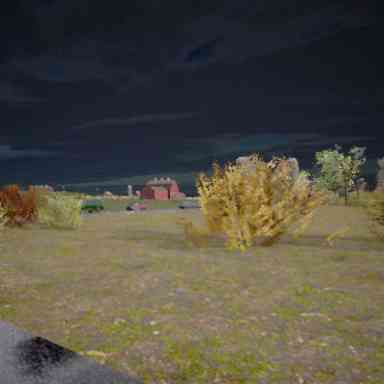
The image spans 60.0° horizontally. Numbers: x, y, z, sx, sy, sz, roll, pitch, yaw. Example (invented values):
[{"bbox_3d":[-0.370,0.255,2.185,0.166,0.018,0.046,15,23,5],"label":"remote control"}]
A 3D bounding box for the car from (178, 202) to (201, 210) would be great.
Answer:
[{"bbox_3d":[-0.379,2.423,59.831,2.033,1.411,5.357,-2,-2,37],"label":"car"}]

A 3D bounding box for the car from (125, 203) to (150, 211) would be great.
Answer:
[{"bbox_3d":[-8.854,2.434,54.248,1.994,1.385,4.181,-2,-2,36],"label":"car"}]

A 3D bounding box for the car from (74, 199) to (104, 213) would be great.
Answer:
[{"bbox_3d":[-14.780,1.981,46.035,2.150,2.045,5.566,-2,-2,36],"label":"car"}]
